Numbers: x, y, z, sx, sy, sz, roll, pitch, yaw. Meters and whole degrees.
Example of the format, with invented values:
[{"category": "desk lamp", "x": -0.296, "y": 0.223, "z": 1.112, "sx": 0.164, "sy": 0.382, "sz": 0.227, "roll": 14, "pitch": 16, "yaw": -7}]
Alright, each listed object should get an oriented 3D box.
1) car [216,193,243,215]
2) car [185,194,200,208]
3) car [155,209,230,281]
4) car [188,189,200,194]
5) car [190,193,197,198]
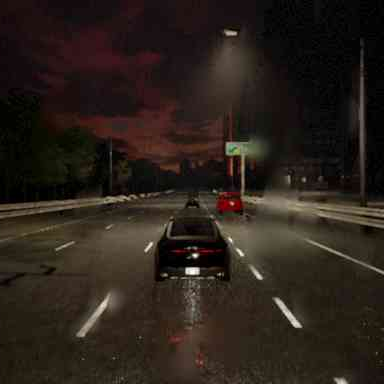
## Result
[{"category": "car", "x": 3.620, "y": 1.130, "z": 32.463, "sx": 2.150, "sy": 2.045, "sz": 5.566, "roll": 0, "pitch": 0, "yaw": 0}, {"category": "car", "x": 0.063, "y": 1.407, "z": 45.380, "sx": 2.033, "sy": 1.411, "sz": 5.357, "roll": 0, "pitch": 0, "yaw": 0}, {"category": "car", "x": 0.011, "y": 1.483, "z": 9.721, "sx": 1.837, "sy": 1.490, "sz": 4.892, "roll": 0, "pitch": 0, "yaw": 0}, {"category": "car", "x": 0.185, "y": 0.981, "z": 63.952, "sx": 2.150, "sy": 2.045, "sz": 5.566, "roll": 0, "pitch": 0, "yaw": 1}, {"category": "car", "x": 0.530, "y": 1.020, "z": 93.311, "sx": 1.812, "sy": 1.442, "sz": 4.674, "roll": 0, "pitch": 1, "yaw": 1}]
